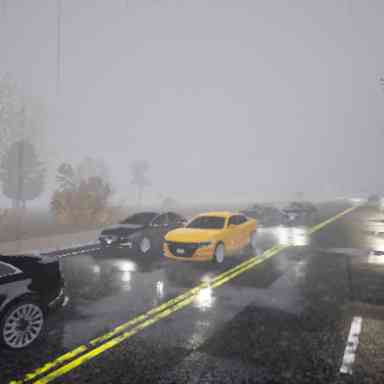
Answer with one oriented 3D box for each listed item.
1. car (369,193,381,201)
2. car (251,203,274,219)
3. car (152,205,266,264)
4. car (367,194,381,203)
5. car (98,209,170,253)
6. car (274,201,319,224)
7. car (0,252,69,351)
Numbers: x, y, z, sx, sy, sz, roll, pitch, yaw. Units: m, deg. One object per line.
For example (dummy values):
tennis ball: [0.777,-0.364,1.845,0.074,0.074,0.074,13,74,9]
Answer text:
car: [38.092,1.023,69.152,1.994,1.385,4.181,-1,0,30]
car: [5.390,1.572,26.313,1.895,1.301,4.718,-1,0,30]
car: [0.898,1.485,12.248,1.882,1.535,5.008,-1,0,30]
car: [32.828,1.199,60.161,2.128,1.511,4.902,-1,0,30]
car: [-1.775,1.544,14.120,1.837,1.490,4.892,-1,0,30]
car: [7.900,1.433,24.170,2.128,1.511,4.902,-1,0,31]
car: [-3.903,1.544,4.054,2.128,1.511,4.902,-1,0,30]
